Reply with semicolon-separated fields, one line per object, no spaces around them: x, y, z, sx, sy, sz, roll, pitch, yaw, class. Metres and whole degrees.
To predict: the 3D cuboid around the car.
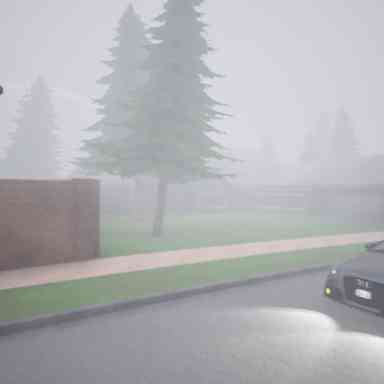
4.628;1.549;6.652;4.181;1.385;1.994;0;0;-30;car
